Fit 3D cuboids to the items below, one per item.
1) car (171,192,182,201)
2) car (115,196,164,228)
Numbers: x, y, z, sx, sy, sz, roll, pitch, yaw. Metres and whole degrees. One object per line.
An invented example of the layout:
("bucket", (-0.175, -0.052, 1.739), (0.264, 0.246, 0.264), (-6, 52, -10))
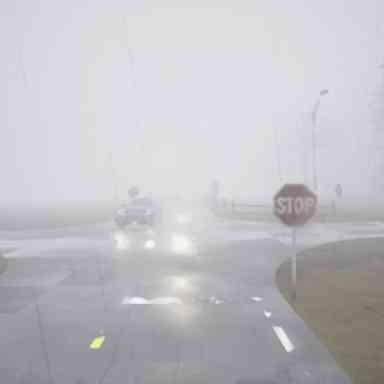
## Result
("car", (-2.789, 0.832, 60.409), (1.882, 1.535, 5.008), (0, 2, 0))
("car", (-3.003, 1.079, 20.130), (2.097, 1.767, 4.553), (0, 0, 3))
